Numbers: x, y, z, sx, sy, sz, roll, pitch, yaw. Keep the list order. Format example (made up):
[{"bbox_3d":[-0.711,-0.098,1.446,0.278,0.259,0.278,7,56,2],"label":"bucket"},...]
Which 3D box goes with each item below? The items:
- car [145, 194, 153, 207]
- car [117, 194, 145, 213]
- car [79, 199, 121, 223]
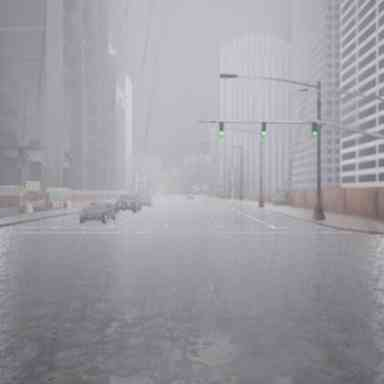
[{"bbox_3d":[-7.078,1.504,51.176,1.837,1.490,4.892,0,1,0],"label":"car"},{"bbox_3d":[-7.100,1.223,37.533,2.150,2.045,5.566,0,0,0],"label":"car"},{"bbox_3d":[-7.112,1.506,25.594,1.837,1.490,4.892,0,0,1],"label":"car"}]
